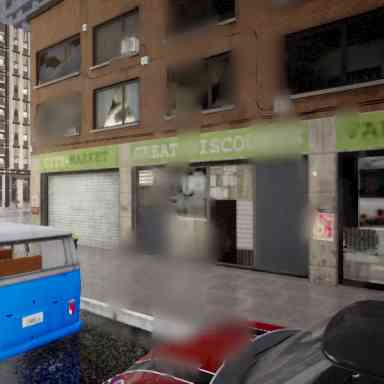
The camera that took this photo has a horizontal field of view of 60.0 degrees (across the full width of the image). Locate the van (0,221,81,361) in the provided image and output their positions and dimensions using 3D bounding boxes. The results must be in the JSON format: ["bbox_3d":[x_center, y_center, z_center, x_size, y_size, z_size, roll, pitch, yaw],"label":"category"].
[{"bbox_3d":[-3.474,1.343,5.191,3.998,1.788,1.690,0,0,35],"label":"van"}]

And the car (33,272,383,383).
[{"bbox_3d":[1.165,1.440,1.896,4.097,1.590,1.967,0,0,35],"label":"car"}]
